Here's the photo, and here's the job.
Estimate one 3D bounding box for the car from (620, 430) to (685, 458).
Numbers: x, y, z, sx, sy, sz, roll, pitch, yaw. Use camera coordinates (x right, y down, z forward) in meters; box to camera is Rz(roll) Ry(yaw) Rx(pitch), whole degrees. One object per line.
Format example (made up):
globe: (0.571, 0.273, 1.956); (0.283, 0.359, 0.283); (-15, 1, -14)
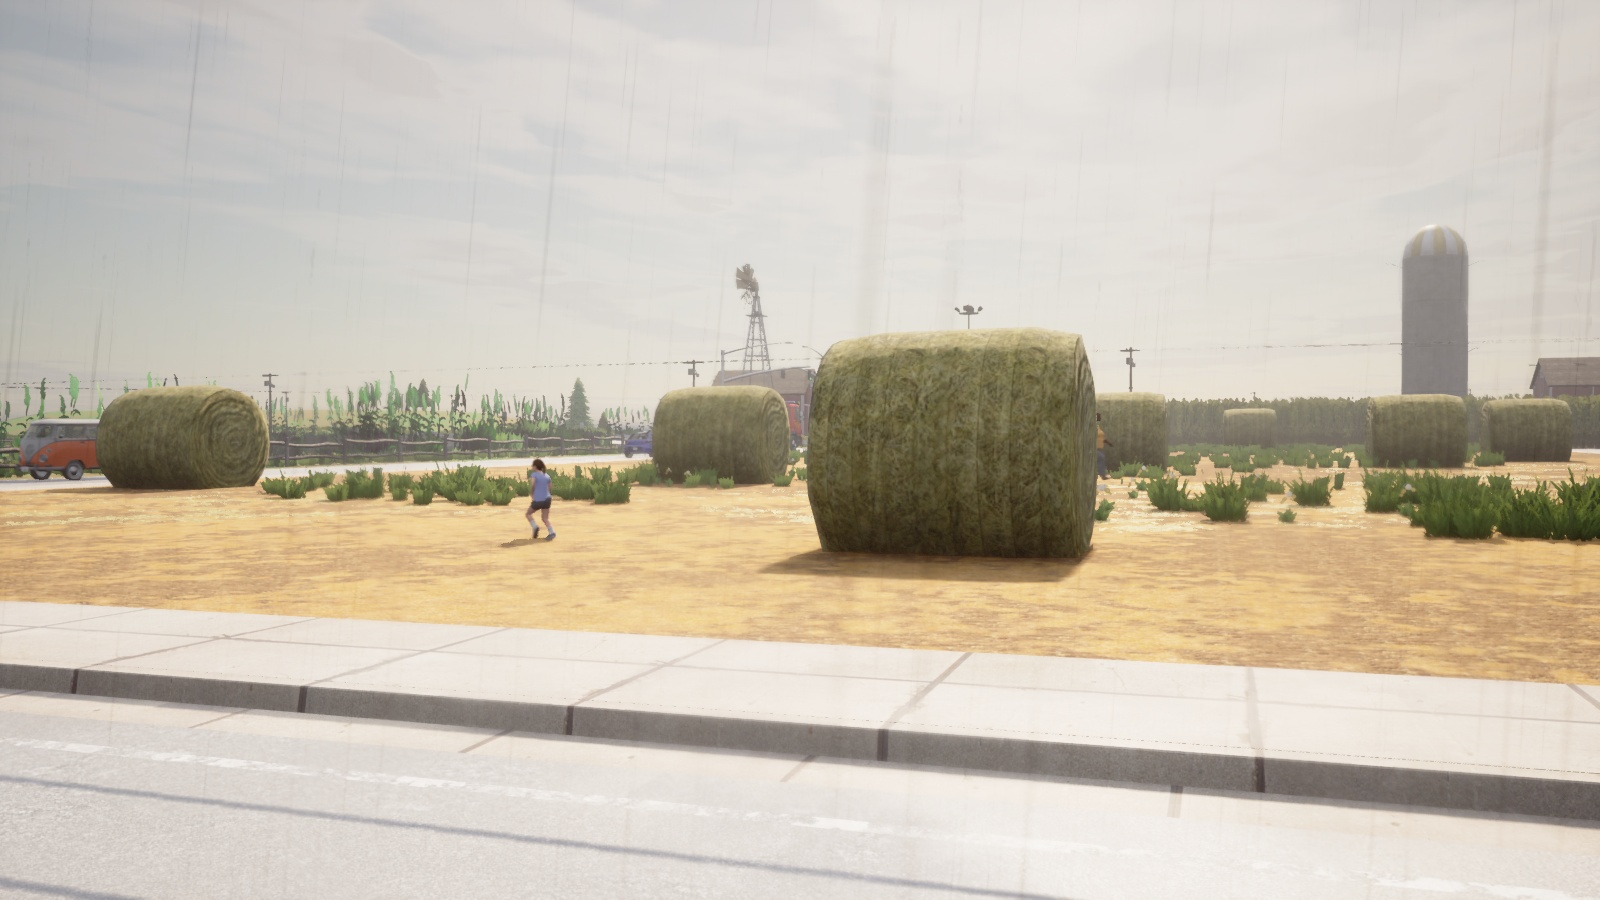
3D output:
car: (-8.255, -0.356, 70.617); (1.816, 1.474, 4.193); (1, 1, 21)

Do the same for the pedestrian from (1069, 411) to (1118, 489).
pedestrian: (7.174, -0.012, 30.648); (0.900, 1.855, 0.874); (1, 1, 34)

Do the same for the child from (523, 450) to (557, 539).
child: (-3.331, 0.563, 16.091); (0.394, 1.110, 0.255); (1, 1, 44)

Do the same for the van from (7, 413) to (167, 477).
van: (-23.419, -0.211, 41.464); (1.775, 1.987, 4.442); (1, 1, 21)

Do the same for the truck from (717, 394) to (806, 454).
truck: (-2.522, -1.747, 85.215); (2.891, 3.827, 8.468); (1, 1, 22)
